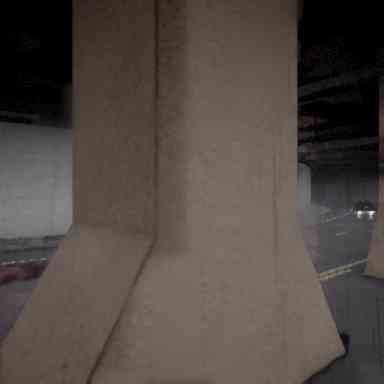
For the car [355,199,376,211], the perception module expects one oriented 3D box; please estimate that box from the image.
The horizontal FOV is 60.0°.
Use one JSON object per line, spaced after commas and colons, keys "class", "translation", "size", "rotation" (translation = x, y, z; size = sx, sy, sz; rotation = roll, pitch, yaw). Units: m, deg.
{"class": "car", "translation": [20.939, 1.574, 40.334], "size": [1.994, 1.385, 4.181], "rotation": [0, 0, 24]}
